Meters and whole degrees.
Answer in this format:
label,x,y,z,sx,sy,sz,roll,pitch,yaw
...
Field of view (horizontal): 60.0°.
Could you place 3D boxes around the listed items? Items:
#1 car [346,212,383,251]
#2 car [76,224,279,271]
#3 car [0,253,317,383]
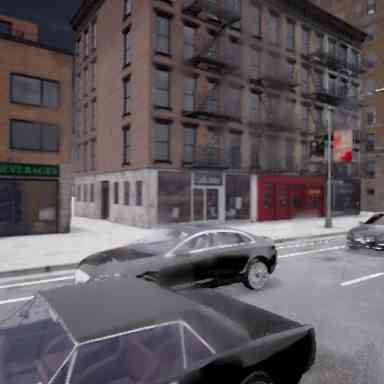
label,x,y,z,sx,sy,sz,roll,pitch,yaw
car,8.218,1.582,13.527,4.892,1.490,1.837,0,0,-35
car,-0.122,1.515,7.587,4.902,1.511,2.128,0,0,-36
car,-1.075,1.605,2.916,4.718,1.301,1.895,0,0,-35
